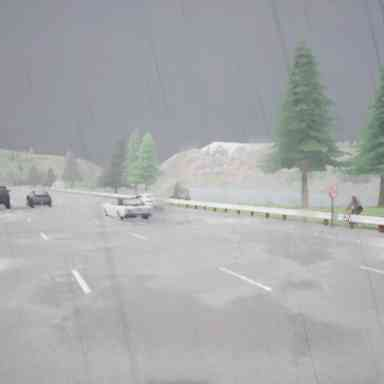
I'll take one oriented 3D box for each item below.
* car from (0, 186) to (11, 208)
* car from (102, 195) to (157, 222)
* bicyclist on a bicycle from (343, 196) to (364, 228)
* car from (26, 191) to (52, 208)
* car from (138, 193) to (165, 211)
[{"bbox_3d":[-18.175,0.416,30.869,2.150,2.045,5.566,-1,2,-31],"label":"car"},{"bbox_3d":[-4.238,1.061,21.299,1.895,1.301,4.718,-1,2,-31],"label":"car"},{"bbox_3d":[8.111,1.017,16.575,1.656,1.620,0.582,5,0,-30],"label":"bicyclist on a bicycle"},{"bbox_3d":[-14.714,0.666,31.960,2.128,1.511,4.902,-1,2,-31],"label":"car"},{"bbox_3d":[-3.824,0.832,27.532,1.812,1.442,4.674,-1,2,-32],"label":"car"}]
